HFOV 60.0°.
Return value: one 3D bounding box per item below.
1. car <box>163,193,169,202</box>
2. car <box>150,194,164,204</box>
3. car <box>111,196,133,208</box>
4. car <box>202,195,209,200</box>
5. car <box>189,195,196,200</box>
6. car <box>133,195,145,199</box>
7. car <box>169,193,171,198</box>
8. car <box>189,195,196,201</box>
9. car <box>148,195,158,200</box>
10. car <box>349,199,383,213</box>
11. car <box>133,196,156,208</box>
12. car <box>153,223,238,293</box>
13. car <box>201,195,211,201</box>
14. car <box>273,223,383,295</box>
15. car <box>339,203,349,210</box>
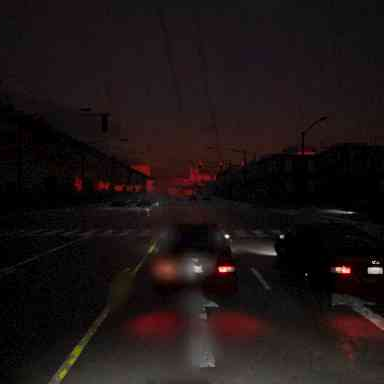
[{"bbox_3d":[-6.818,1.478,73.606,1.882,1.535,5.008,0,0,0],"label":"car"},{"bbox_3d":[-6.896,1.601,63.053,1.895,1.301,4.718,0,0,1],"label":"car"},{"bbox_3d":[-10.471,1.478,48.629,1.882,1.535,5.008,0,0,0],"label":"car"},{"bbox_3d":[3.733,1.524,94.009,1.812,1.442,4.674,0,0,0],"label":"car"},{"bbox_3d":[0.232,1.500,93.755,1.837,1.490,4.892,0,0,0],"label":"car"},{"bbox_3d":[-10.407,1.506,61.778,1.837,1.490,4.892,0,0,1],"label":"car"},{"bbox_3d":[-6.778,1.039,89.625,2.150,2.045,5.566,0,0,0],"label":"car"},{"bbox_3d":[0.207,1.540,83.246,2.033,1.411,5.357,0,0,0],"label":"car"},{"bbox_3d":[-10.280,1.399,88.538,2.033,1.411,5.357,0,0,0],"label":"car"},{"bbox_3d":[20.050,1.564,36.375,4.181,1.385,1.994,0,0,0],"label":"car"},{"bbox_3d":[-6.971,1.601,49.083,1.895,1.301,4.718,0,0,0],"label":"car"},{"bbox_3d":[0.091,1.547,8.962,2.033,1.411,5.357,0,0,0],"label":"car"},{"bbox_3d":[3.709,1.553,84.194,1.994,1.385,4.181,0,0,0],"label":"car"},{"bbox_3d":[3.582,1.547,8.854,2.033,1.411,5.357,0,0,2],"label":"car"},{"bbox_3d":[20.634,1.547,39.879,5.357,1.411,2.033,0,0,0],"label":"car"}]
